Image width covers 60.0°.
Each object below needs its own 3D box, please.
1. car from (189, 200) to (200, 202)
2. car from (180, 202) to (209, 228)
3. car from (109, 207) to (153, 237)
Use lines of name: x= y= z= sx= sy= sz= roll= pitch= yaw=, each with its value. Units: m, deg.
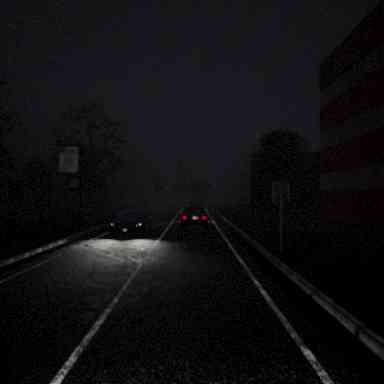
car: x=0.282 y=1.685 z=40.672 sx=2.033 sy=1.411 sz=5.357 roll=0 pitch=0 yaw=1
car: x=0.163 y=1.640 z=22.823 sx=2.033 sy=1.411 sz=5.357 roll=0 pitch=0 yaw=0
car: x=-3.293 y=1.607 z=18.651 sx=1.812 sy=1.442 sz=4.674 roll=0 pitch=0 yaw=0
